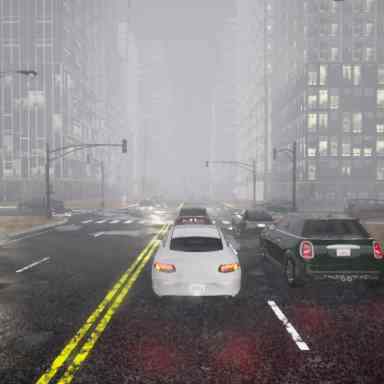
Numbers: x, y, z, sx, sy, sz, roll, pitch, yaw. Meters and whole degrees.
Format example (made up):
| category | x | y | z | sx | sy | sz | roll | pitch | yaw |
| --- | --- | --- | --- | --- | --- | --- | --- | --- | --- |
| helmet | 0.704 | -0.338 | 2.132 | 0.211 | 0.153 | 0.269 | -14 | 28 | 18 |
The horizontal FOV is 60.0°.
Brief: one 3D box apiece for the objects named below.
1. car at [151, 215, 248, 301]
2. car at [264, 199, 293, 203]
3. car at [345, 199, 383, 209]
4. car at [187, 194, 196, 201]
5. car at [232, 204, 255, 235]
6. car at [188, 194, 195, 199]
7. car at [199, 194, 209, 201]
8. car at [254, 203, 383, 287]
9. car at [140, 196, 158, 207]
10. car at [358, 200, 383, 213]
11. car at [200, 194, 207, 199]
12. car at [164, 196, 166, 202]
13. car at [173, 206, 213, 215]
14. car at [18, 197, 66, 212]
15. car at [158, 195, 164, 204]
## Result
| category | x | y | z | sx | sy | sz | roll | pitch | yaw |
| --- | --- | --- | --- | --- | --- | --- | --- | --- | --- |
| car | 0.081 | 1.522 | 8.160 | 1.812 | 1.442 | 4.674 | 0 | 0 | 0 |
| car | 8.753 | 1.536 | 35.464 | 4.902 | 1.511 | 2.128 | 1 | 1 | 1 |
| car | 16.127 | 1.518 | 29.575 | 5.009 | 1.841 | 2.192 | 1 | 0 | 1 |
| car | -0.201 | 1.414 | 80.325 | 1.837 | 1.490 | 4.892 | 0 | 0 | 0 |
| car | 3.304 | 1.554 | 17.823 | 1.994 | 1.385 | 4.181 | 0 | 0 | 0 |
| car | -0.228 | 1.216 | 90.742 | 1.882 | 1.535 | 5.008 | 0 | 0 | 0 |
| car | 3.049 | 1.392 | 80.332 | 1.882 | 1.535 | 5.008 | 0 | 0 | 0 |
| car | 3.327 | 1.348 | 9.436 | 2.097 | 1.767 | 4.553 | 0 | 0 | 0 |
| car | -6.717 | 1.526 | 50.752 | 1.994 | 1.385 | 4.181 | 0 | 0 | 0 |
| car | 21.715 | 1.641 | 37.876 | 4.829 | 1.417 | 1.752 | 1 | 0 | 1 |
| car | 3.022 | 1.262 | 90.749 | 1.812 | 1.442 | 4.674 | 0 | 0 | 0 |
| car | -6.681 | 1.413 | 71.451 | 1.882 | 1.535 | 5.008 | 0 | 0 | 0 |
| car | 0.057 | 1.495 | 17.408 | 1.837 | 1.490 | 4.892 | 0 | 0 | 0 |
| car | -16.121 | 1.325 | 35.803 | 4.892 | 1.490 | 1.837 | 1 | 1 | 1 |
| car | -6.721 | 1.427 | 61.076 | 1.882 | 1.535 | 5.008 | 0 | 0 | 1 |
